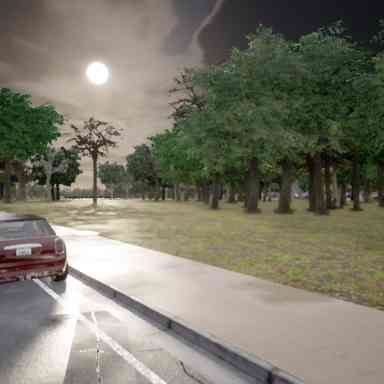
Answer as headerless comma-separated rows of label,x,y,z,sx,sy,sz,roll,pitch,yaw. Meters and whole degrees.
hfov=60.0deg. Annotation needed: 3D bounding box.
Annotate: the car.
car,-5.046,1.351,9.052,2.097,1.767,4.553,0,0,-38
